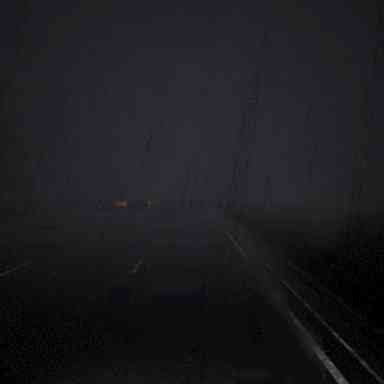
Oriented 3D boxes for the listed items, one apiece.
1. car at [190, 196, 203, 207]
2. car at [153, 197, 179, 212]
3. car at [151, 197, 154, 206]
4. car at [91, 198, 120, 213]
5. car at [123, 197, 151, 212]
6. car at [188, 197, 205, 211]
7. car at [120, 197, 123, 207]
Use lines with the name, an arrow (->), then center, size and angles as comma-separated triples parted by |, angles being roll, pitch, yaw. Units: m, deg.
car -> 0.712, 1.495, 51.734 | 1.882, 1.535, 5.008 | 0, 0, 1
car -> -2.946, 1.490, 38.660 | 1.882, 1.535, 5.008 | 0, 0, 1
car -> -6.310, 1.494, 49.948 | 1.882, 1.535, 5.008 | 0, 0, 1
car -> -9.956, 1.576, 37.816 | 1.994, 1.385, 4.181 | 0, 0, 1
car -> -6.435, 1.491, 39.487 | 1.882, 1.535, 5.008 | 0, 0, 1
car -> 0.587, 1.505, 41.414 | 2.128, 1.511, 4.902 | 0, 0, 1
car -> -9.839, 1.493, 47.726 | 1.882, 1.535, 5.008 | 0, 0, 1
